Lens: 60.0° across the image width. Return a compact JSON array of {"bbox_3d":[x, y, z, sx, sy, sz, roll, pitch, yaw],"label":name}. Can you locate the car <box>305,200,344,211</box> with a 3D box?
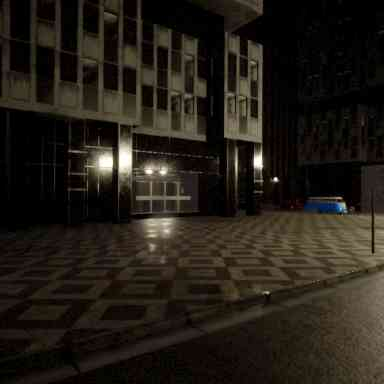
[{"bbox_3d":[17.397,1.749,43.732,2.008,1.369,4.403,0,0,-36],"label":"car"}]

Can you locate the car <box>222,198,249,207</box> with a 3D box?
[{"bbox_3d":[7.442,1.839,57.655,1.752,1.417,4.829,0,0,-36],"label":"car"}]

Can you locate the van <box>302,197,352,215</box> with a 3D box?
[{"bbox_3d":[13.753,1.425,34.173,1.690,1.788,3.998,0,0,-36],"label":"van"}]

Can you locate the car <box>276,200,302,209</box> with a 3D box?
[{"bbox_3d":[14.112,1.818,48.327,1.802,1.307,4.206,0,0,-36],"label":"car"}]

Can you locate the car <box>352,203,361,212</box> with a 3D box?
[{"bbox_3d":[20.683,1.725,39.137,1.947,1.339,4.313,0,0,-36],"label":"car"}]

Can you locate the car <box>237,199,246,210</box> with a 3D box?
[{"bbox_3d":[7.182,1.706,43.362,1.887,1.381,4.507,0,0,-36],"label":"car"}]
